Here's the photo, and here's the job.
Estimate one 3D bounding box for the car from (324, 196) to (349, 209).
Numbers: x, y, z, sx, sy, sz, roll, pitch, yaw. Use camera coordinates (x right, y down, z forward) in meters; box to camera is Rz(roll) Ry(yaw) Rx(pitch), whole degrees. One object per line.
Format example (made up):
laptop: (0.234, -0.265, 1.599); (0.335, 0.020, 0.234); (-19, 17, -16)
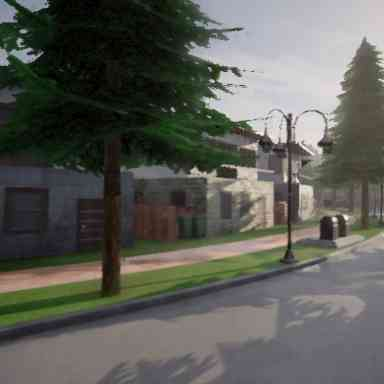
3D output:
car: (23.984, 1.763, 55.478); (2.150, 2.045, 5.566); (1, 0, -3)
